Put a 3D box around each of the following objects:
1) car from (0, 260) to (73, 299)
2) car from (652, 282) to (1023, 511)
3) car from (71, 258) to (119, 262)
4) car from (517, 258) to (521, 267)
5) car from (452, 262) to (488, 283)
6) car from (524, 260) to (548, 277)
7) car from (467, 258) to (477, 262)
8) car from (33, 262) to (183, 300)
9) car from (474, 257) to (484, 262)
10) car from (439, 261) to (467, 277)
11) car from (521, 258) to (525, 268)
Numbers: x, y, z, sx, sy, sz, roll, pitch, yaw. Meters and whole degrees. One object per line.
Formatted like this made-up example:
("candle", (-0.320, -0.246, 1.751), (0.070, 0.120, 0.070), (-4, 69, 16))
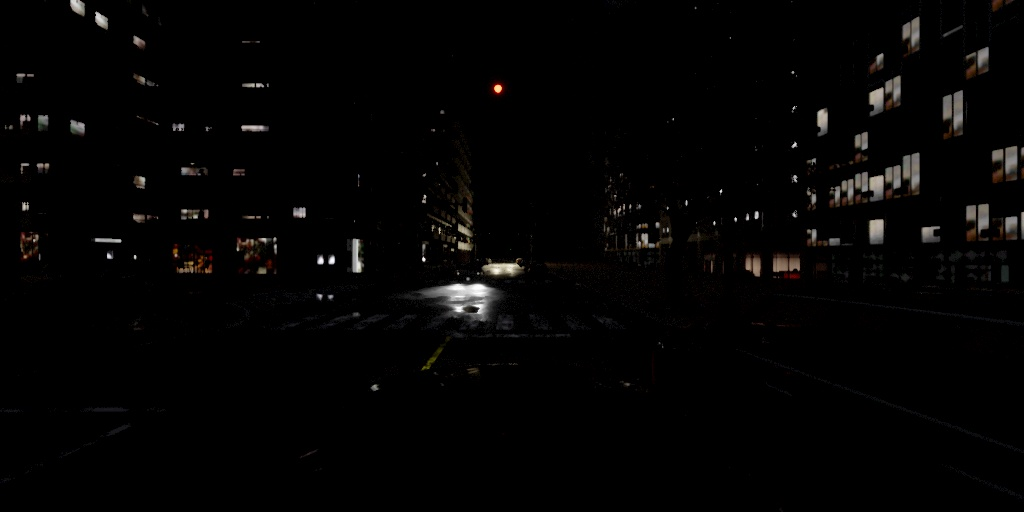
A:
("car", (-21.915, 0.983, 15.023), (4.829, 1.417, 1.751), (0, 0, -1))
("car", (2.690, 1.064, 2.263), (2.192, 1.841, 5.009), (0, 0, 0))
("car", (-27.757, 0.826, 23.309), (4.097, 1.591, 1.967), (0, 0, -1))
("car", (2.308, 1.350, 62.311), (1.802, 1.307, 4.207), (0, 0, 0))
("car", (-3.165, 1.349, 27.999), (1.895, 1.301, 4.718), (0, 0, 0))
("car", (2.484, 1.294, 34.649), (1.888, 1.381, 4.507), (0, 0, 0))
("car", (-5.967, 1.305, 45.662), (2.007, 1.370, 4.403), (0, 0, 0))
("car", (-16.518, 1.086, 15.112), (4.403, 1.370, 2.007), (0, 0, -1))
("car", (-6.036, 1.203, 56.727), (1.967, 1.591, 4.097), (0, 0, 0))
("car", (-5.896, 1.299, 34.596), (2.007, 1.370, 4.403), (0, 0, 0))
("car", (2.412, 1.280, 45.885), (1.751, 1.417, 4.829), (0, 0, 0))
